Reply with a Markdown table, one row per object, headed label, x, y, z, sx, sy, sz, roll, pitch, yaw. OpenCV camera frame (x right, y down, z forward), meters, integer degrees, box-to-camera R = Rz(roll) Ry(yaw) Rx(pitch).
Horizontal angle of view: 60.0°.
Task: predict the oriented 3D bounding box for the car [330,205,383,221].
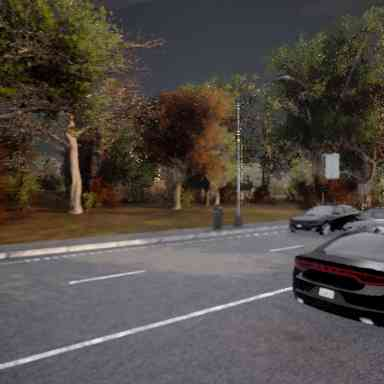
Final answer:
| label | x | y | z | sx | sy | sz | roll | pitch | yaw |
| --- | --- | --- | --- | --- | --- | --- | --- | --- | --- |
| car | 8.406 | 1.410 | 14.298 | 4.902 | 1.511 | 2.128 | 0 | 0 | -36 |

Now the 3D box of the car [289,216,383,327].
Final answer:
| label | x | y | z | sx | sy | sz | roll | pitch | yaw |
| --- | --- | --- | --- | --- | --- | --- | --- | --- | --- |
| car | 4.153 | 1.438 | 6.717 | 5.008 | 1.535 | 1.882 | 0 | 0 | -35 |

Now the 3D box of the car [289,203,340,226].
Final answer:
| label | x | y | z | sx | sy | sz | roll | pitch | yaw |
| --- | --- | --- | --- | --- | --- | --- | --- | --- | --- |
| car | 7.285 | 1.389 | 17.796 | 5.008 | 1.535 | 1.882 | 0 | 0 | -36 |
